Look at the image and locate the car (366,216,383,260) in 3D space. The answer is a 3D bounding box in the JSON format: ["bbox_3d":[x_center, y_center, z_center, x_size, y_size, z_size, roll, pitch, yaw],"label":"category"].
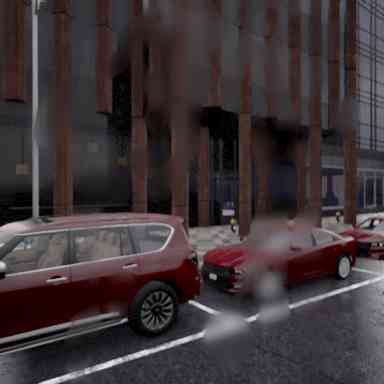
[{"bbox_3d":[6.722,1.495,11.415,4.507,1.381,1.887,0,0,-35],"label":"car"}]

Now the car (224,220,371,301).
[{"bbox_3d":[2.274,1.517,8.255,4.507,1.381,1.887,0,0,-35],"label":"car"}]

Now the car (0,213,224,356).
[{"bbox_3d":[-2.176,1.310,5.094,5.009,1.841,2.192,0,0,-35],"label":"car"}]
